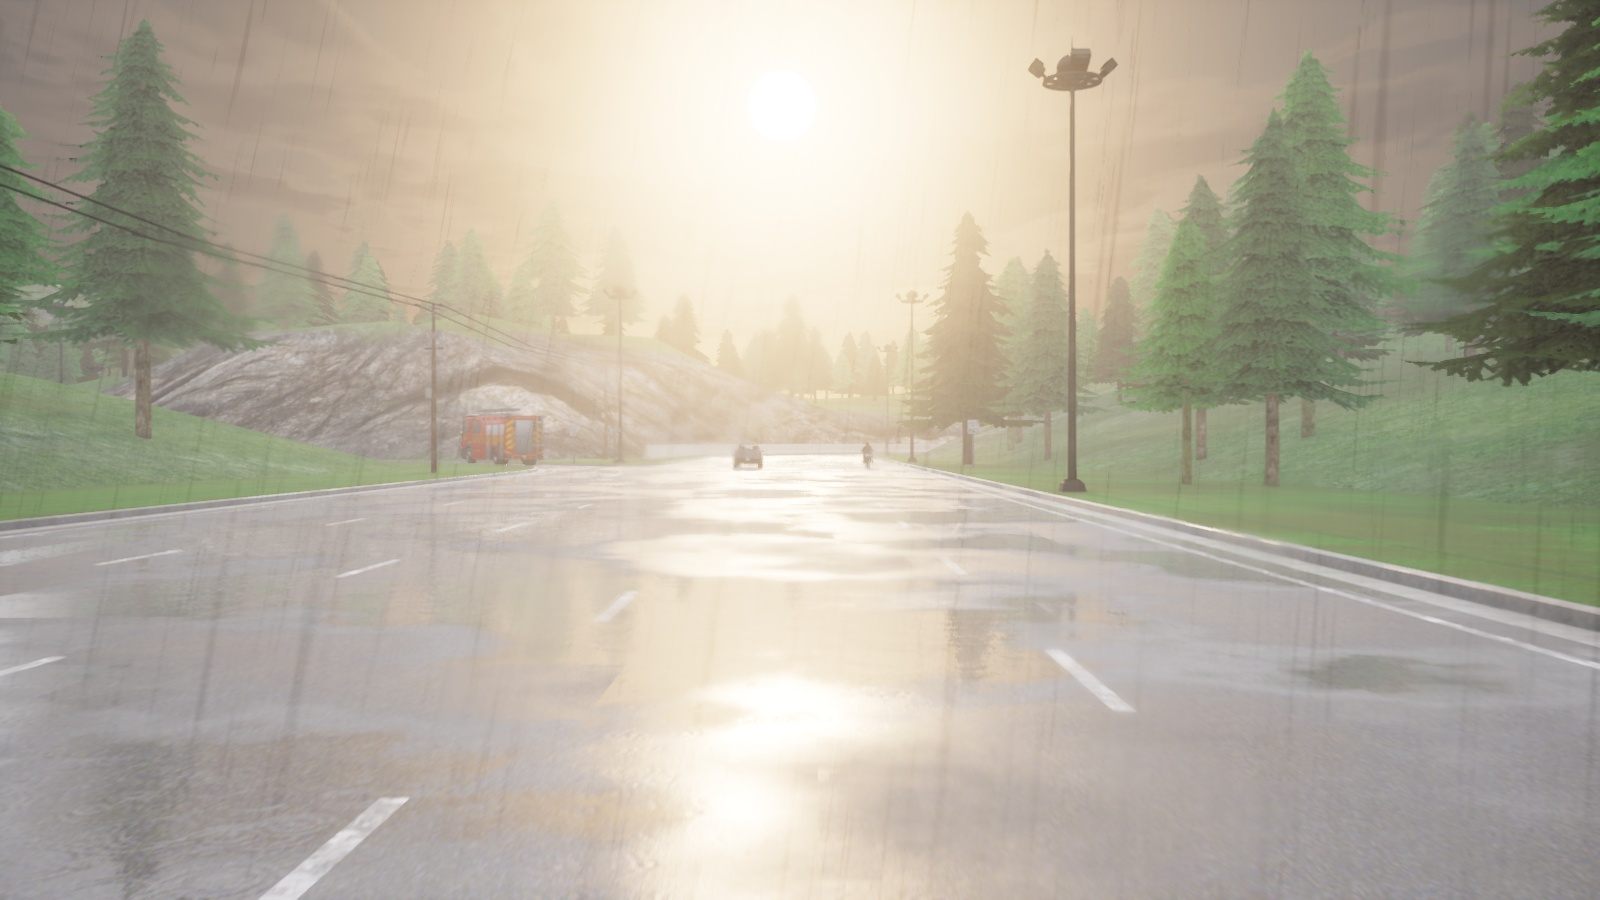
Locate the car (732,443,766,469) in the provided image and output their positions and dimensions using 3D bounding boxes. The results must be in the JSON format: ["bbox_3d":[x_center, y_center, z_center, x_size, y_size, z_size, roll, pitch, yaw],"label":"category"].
[{"bbox_3d":[-3.054,0.331,75.696,1.845,1.501,3.633,0,0,0],"label":"car"}]

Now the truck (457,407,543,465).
[{"bbox_3d":[-20.840,-0.924,86.850,2.891,3.827,8.468,0,0,-35],"label":"truck"}]
